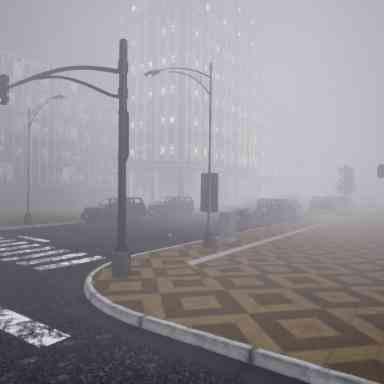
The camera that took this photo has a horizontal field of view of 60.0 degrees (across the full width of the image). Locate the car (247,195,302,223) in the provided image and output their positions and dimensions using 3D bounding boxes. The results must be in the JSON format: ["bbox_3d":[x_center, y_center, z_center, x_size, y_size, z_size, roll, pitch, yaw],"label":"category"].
[{"bbox_3d":[6.797,1.409,26.927,2.192,1.841,5.009,1,0,35],"label":"car"}]

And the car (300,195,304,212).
[{"bbox_3d":[10.953,1.420,37.440,2.097,1.767,4.553,1,1,35],"label":"car"}]

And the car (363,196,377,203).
[{"bbox_3d":[39.635,1.598,73.432,1.967,1.590,4.097,1,1,35],"label":"car"}]

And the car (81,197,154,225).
[{"bbox_3d":[-5.418,1.275,23.775,2.192,1.841,5.009,1,0,35],"label":"car"}]

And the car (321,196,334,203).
[{"bbox_3d":[29.997,1.616,73.468,1.802,1.307,4.206,1,1,35],"label":"car"}]

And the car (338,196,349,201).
[{"bbox_3d":[39.613,1.623,87.019,1.947,1.339,4.313,1,1,35],"label":"car"}]

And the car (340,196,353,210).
[{"bbox_3d":[20.375,1.437,46.286,2.192,1.841,5.009,1,0,35],"label":"car"}]

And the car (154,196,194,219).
[{"bbox_3d":[-1.754,1.283,28.939,2.192,1.841,5.009,1,0,35],"label":"car"}]

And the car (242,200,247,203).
[{"bbox_3d":[7.770,1.430,42.252,1.967,1.590,4.097,1,0,35],"label":"car"}]

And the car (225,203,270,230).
[{"bbox_3d":[3.300,1.668,22.004,1.802,1.307,4.206,1,0,35],"label":"car"}]

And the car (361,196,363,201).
[{"bbox_3d":[44.103,1.655,84.161,2.128,1.511,4.902,1,1,35],"label":"car"}]

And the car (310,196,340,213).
[{"bbox_3d":[15.386,1.427,39.164,2.192,1.841,5.009,1,0,35],"label":"car"}]

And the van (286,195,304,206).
[{"bbox_3d":[17.159,1.351,55.370,1.690,1.788,3.998,1,0,35],"label":"van"}]

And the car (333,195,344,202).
[{"bbox_3d":[36.320,1.570,82.378,1.752,1.417,4.829,1,1,35],"label":"car"}]

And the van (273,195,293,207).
[{"bbox_3d":[13.949,1.345,50.846,1.690,1.788,3.998,1,0,35],"label":"van"}]
